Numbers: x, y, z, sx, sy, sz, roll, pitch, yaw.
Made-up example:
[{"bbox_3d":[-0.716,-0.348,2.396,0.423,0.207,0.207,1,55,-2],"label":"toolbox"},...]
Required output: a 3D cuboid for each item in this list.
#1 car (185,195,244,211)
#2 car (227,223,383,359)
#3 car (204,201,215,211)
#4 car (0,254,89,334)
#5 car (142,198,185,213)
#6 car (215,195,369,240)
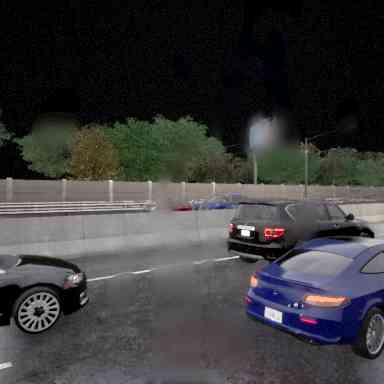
[{"bbox_3d":[2.519,1.232,27.476,5.566,2.045,2.150,0,0,-36],"label":"car"},{"bbox_3d":[2.977,1.527,5.942,4.674,1.442,1.812,0,0,-36],"label":"car"},{"bbox_3d":[3.325,1.571,23.735,4.181,1.385,1.994,0,0,-36],"label":"car"},{"bbox_3d":[-4.127,1.492,5.089,4.902,1.511,2.128,0,0,-36],"label":"car"},{"bbox_3d":[-2.015,1.357,28.507,4.553,1.767,2.097,0,0,-36],"label":"car"},{"bbox_3d":[3.641,1.224,10.737,5.566,2.045,2.150,0,0,-36],"label":"car"}]
